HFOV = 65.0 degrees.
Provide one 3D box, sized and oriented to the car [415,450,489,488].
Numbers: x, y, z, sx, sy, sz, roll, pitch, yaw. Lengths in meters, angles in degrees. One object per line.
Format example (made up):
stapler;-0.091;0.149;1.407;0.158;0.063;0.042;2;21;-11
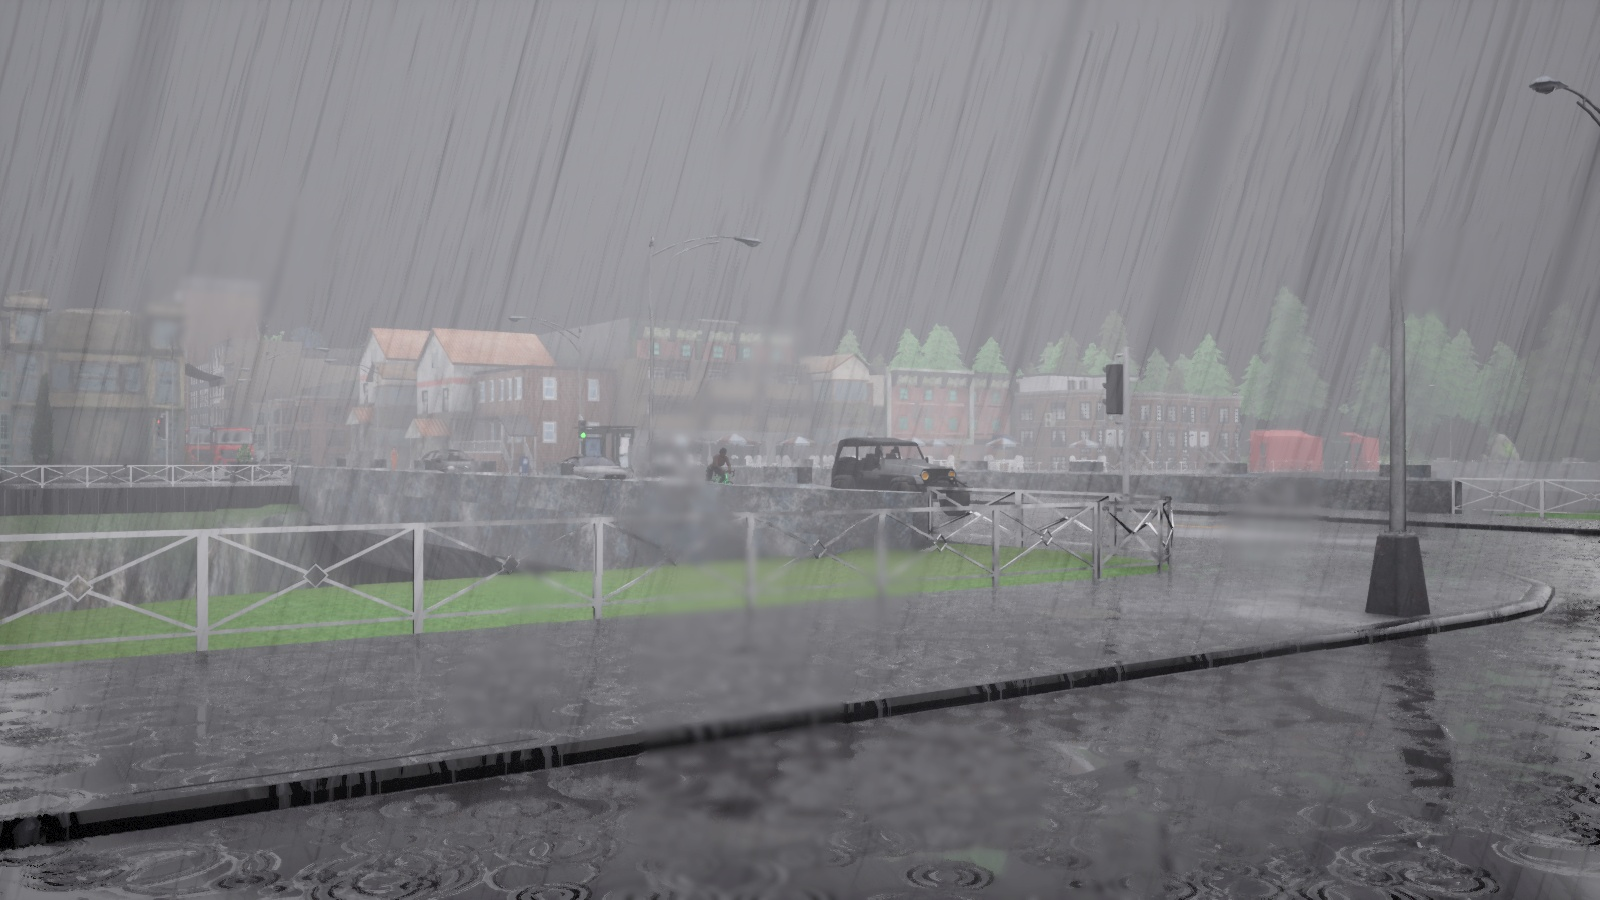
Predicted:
car;-15.571;0.813;56.093;1.851;1.617;3.988;0;0;-37

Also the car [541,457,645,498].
car;-7.356;0.933;44.291;1.994;1.385;4.181;0;0;-35

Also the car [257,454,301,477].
car;-34.641;1.036;83.433;1.816;1.474;4.193;0;0;-35

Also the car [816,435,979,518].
car;2.291;0.610;30.450;1.905;1.878;3.866;0;0;-35
